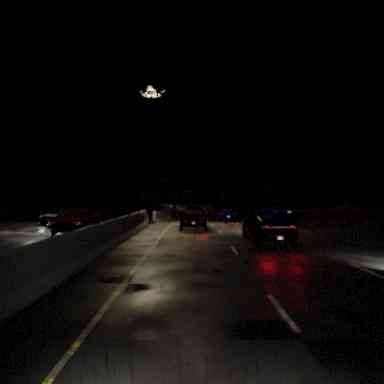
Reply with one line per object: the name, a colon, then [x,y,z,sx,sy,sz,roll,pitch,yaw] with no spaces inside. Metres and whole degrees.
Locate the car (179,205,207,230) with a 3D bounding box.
car: [0.098,1.838,23.340,1.812,1.442,4.674,0,-1,0]

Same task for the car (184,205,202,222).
car: [0.110,2.871,43.737,2.150,2.045,5.566,0,-6,0]

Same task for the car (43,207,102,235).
car: [-7.094,1.732,20.737,1.882,1.535,5.008,0,-1,0]

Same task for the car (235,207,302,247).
car: [3.604,1.683,15.977,2.128,1.511,4.902,0,-1,0]

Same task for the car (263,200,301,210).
car: [7.105,1.651,26.920,2.150,2.045,5.566,0,-2,0]

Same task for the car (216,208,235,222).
car: [3.607,2.421,35.158,1.812,1.442,4.674,0,-4,0]

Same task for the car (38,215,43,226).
car: [-10.592,2.041,27.069,1.895,1.301,4.718,0,-2,0]

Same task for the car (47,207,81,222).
car: [-14.083,2.528,36.842,1.837,1.490,4.892,0,-4,0]

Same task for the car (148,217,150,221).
car: [-7.028,5.013,61.043,2.097,1.767,4.553,0,-7,1]
